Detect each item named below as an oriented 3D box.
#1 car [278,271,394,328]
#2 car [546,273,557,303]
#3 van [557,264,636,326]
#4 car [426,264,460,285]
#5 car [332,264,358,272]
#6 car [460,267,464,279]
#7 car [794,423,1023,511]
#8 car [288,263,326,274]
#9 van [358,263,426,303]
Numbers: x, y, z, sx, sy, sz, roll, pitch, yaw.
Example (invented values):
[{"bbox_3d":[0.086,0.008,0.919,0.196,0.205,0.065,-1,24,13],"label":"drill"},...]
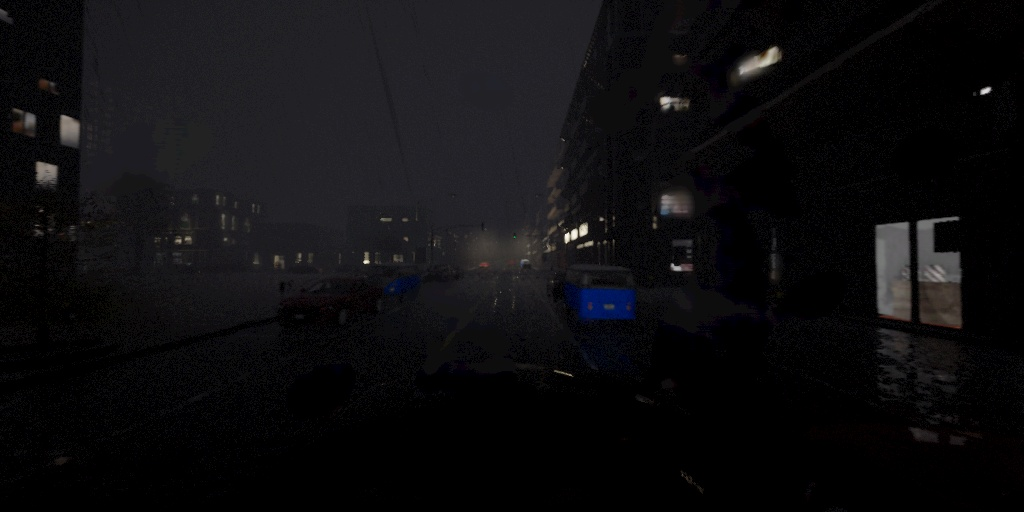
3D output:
[{"bbox_3d":[-5.658,1.381,11.754,1.888,1.381,4.507,0,0,0],"label":"car"},{"bbox_3d":[2.688,1.451,17.435,1.948,1.339,4.313,0,0,0],"label":"car"},{"bbox_3d":[2.690,1.179,11.789,1.690,1.789,3.998,0,0,0],"label":"van"},{"bbox_3d":[-5.662,1.417,28.692,1.967,1.591,4.097,0,0,0],"label":"car"},{"bbox_3d":[-25.206,1.921,54.715,4.313,1.339,1.948,0,0,1],"label":"car"},{"bbox_3d":[-5.663,1.568,34.337,1.888,1.381,4.507,0,0,0],"label":"car"},{"bbox_3d":[2.692,1.285,0.498,1.888,1.381,4.507,0,0,0],"label":"car"},{"bbox_3d":[-26.381,1.605,46.093,4.097,1.591,1.967,0,0,1],"label":"car"},{"bbox_3d":[-5.660,1.225,17.400,1.690,1.789,3.998,0,0,0],"label":"van"}]
